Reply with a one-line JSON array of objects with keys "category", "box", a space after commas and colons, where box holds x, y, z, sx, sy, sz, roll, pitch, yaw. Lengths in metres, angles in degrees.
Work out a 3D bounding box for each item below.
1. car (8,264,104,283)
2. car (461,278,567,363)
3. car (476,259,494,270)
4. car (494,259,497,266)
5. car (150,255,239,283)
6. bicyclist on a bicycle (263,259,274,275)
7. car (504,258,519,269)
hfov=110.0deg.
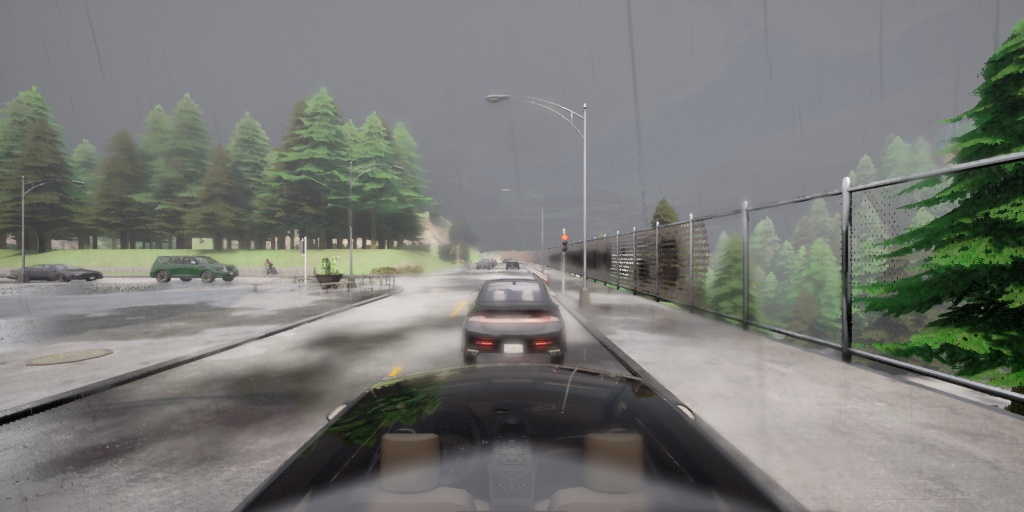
[{"category": "car", "box": [-34.472, 1.298, 27.157, 5.357, 1.411, 2.033, 0, 0, 0]}, {"category": "car", "box": [0.047, 1.241, 8.061, 2.128, 1.511, 4.902, 0, 0, 1]}, {"category": "car", "box": [-4.089, 1.255, 52.481, 1.837, 1.490, 4.892, 0, 0, 0]}, {"category": "car", "box": [-4.062, 1.228, 62.004, 1.882, 1.535, 5.008, 0, 0, 0]}, {"category": "car", "box": [-23.956, 0.971, 27.146, 5.566, 2.045, 2.150, 0, 0, 0]}, {"category": "bicyclist on a bicycle", "box": [-24.152, 1.099, 35.543, 0.582, 1.620, 1.656, 0, 0, 0]}, {"category": "car", "box": [0.110, 1.227, 55.054, 1.882, 1.535, 5.008, 0, 0, 0]}]
